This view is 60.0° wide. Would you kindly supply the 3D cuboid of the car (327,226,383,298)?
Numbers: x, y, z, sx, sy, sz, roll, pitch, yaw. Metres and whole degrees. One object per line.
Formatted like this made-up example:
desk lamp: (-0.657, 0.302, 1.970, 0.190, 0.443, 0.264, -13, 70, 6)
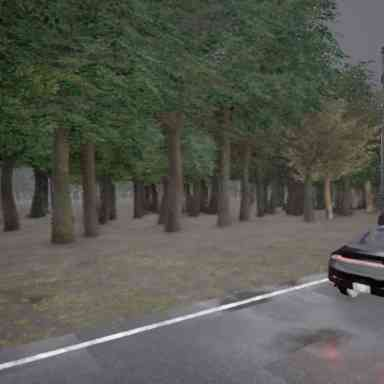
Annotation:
car: (4.967, 1.475, 7.285, 4.902, 1.511, 2.128, 0, 0, -35)
